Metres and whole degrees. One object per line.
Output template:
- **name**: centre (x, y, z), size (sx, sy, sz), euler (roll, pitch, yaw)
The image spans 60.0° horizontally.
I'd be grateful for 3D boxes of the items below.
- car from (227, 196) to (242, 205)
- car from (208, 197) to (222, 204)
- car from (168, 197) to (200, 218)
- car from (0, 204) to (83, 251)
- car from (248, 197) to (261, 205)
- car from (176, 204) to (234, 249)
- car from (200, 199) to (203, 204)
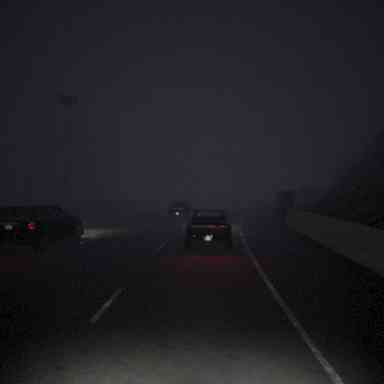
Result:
- **car**: centre (7.952, 1.445, 62.099), size (2.097, 1.767, 4.553), euler (1, 0, 18)
- **car**: centre (4.352, 1.575, 62.398), size (1.812, 1.442, 4.674), euler (1, 0, 18)
- **car**: centre (-0.789, 1.494, 29.214), size (1.837, 1.490, 4.892), euler (0, 0, 10)
- **car**: centre (-6.334, 1.275, 13.935), size (2.097, 1.767, 4.553), euler (1, 0, 5)
- **car**: centre (11.586, 1.701, 61.915), size (1.994, 1.385, 4.181), euler (1, 0, 19)
- **car**: centre (0.788, 1.500, 14.608), size (2.128, 1.511, 4.902), euler (1, 0, 5)
- **car**: centre (0.484, 1.550, 62.160), size (2.033, 1.411, 5.357), euler (1, 0, 19)
